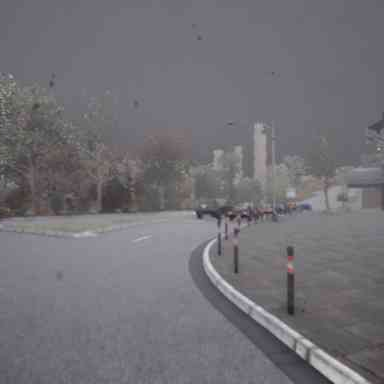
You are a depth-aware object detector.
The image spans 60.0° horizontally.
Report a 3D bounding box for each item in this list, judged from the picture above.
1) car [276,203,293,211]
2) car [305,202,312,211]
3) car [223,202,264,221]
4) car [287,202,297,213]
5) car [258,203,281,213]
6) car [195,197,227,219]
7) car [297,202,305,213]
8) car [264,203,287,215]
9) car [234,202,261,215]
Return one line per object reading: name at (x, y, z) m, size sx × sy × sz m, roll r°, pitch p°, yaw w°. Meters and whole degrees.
car at (16.391, 2.603, 58.737) m, size 1.895 × 1.301 × 4.718 m, roll -1°, pitch -2°, yaw 28°
car at (19.434, 2.457, 57.536) m, size 1.882 × 1.535 × 5.008 m, roll -1°, pitch -2°, yaw 28°
car at (4.655, 1.799, 29.282) m, size 1.895 × 1.301 × 4.718 m, roll -1°, pitch -2°, yaw 25°
car at (11.707, 2.131, 43.238) m, size 2.033 × 1.411 × 5.357 m, roll -1°, pitch -2°, yaw 28°
car at (11.771, 2.314, 50.183) m, size 2.033 × 1.411 × 5.357 m, roll -1°, pitch -2°, yaw 29°
car at (2.227, 1.483, 31.794) m, size 2.150 × 2.045 × 5.566 m, roll -1°, pitch -2°, yaw 26°
car at (14.938, 2.254, 49.217) m, size 1.837 × 1.490 × 4.892 m, roll -1°, pitch -2°, yaw 28°
car at (9.079, 1.997, 38.372) m, size 2.033 × 1.411 × 5.357 m, roll -1°, pitch -2°, yaw 28°
car at (6.937, 2.022, 41.175) m, size 1.837 × 1.490 × 4.892 m, roll -1°, pitch -2°, yaw 29°
